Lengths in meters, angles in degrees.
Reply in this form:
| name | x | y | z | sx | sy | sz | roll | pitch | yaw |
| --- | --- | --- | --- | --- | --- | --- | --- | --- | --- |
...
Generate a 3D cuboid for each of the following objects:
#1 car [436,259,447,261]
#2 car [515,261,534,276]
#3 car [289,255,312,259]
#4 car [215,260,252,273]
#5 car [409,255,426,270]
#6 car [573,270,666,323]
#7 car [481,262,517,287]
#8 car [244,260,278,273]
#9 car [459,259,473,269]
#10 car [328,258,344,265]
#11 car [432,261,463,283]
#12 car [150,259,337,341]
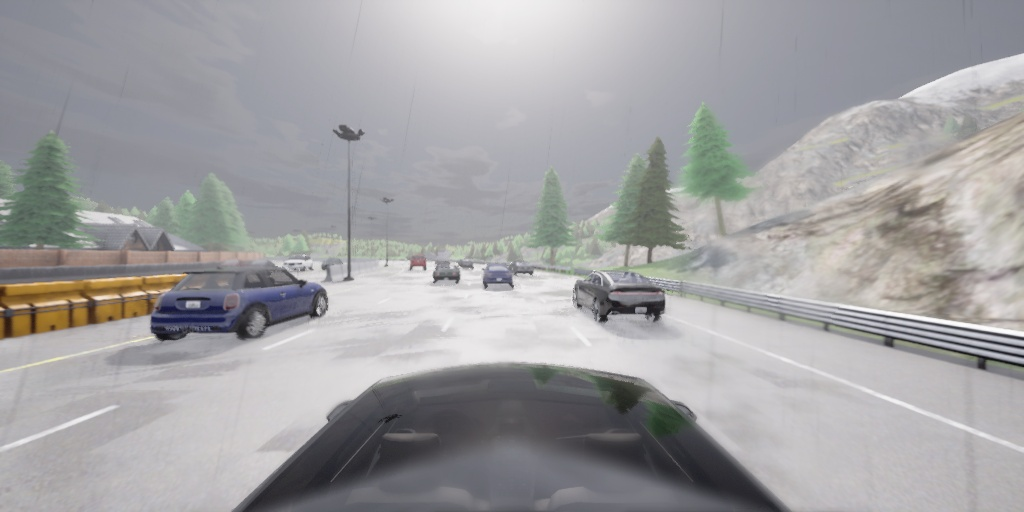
| name | x | y | z | sx | sy | sz | roll | pitch | yaw |
| --- | --- | --- | --- | --- | --- | --- | --- | --- | --- |
| car | -10.395 | 1.163 | 52.918 | 1.837 | 1.490 | 4.892 | 1 | 0 | -17 |
| car | 0.787 | 1.236 | 36.028 | 2.033 | 1.411 | 5.357 | 0 | 0 | -11 |
| car | -26.469 | 0.896 | 44.573 | 2.150 | 2.045 | 5.566 | 0 | 0 | -15 |
| car | -33.308 | 1.202 | 43.045 | 1.812 | 1.442 | 4.674 | 0 | 0 | -15 |
| car | -13.589 | 0.881 | 51.627 | 2.150 | 2.045 | 5.566 | 0 | 0 | -17 |
| car | 3.355 | 1.224 | 12.034 | 2.128 | 1.511 | 4.902 | 0 | 0 | -2 |
| car | -1.020 | 1.236 | 23.755 | 1.812 | 1.442 | 4.674 | 0 | 0 | -6 |
| car | -29.531 | 1.203 | 42.412 | 1.812 | 1.442 | 4.674 | 0 | 0 | -15 |
| car | -7.144 | 1.147 | 54.278 | 2.128 | 1.511 | 4.902 | 0 | 0 | -17 |
| car | -23.600 | 1.020 | 47.301 | 2.097 | 1.767 | 4.553 | 0 | 0 | -15 |
| car | -4.950 | 1.305 | 27.422 | 1.895 | 1.301 | 4.718 | 0 | 0 | -8 |
| car | -7.082 | 1.086 | 10.009 | 2.097 | 1.767 | 4.553 | 0 | 0 | -2 |
